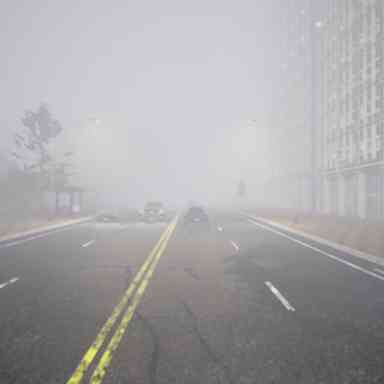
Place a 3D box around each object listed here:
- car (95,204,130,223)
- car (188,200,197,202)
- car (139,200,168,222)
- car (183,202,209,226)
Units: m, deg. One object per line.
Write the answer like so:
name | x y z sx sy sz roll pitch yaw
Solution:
car | -6.417 1.677 27.445 2.033 1.411 5.357 1 0 0
car | 0.125 1.926 48.904 2.033 1.411 5.357 1 -1 0
car | -3.163 1.513 27.991 2.097 1.767 4.553 1 0 0
car | 0.300 1.694 24.706 1.812 1.442 4.674 1 0 0
